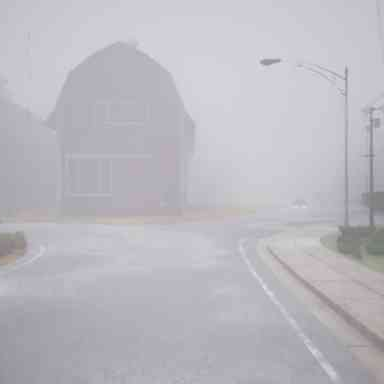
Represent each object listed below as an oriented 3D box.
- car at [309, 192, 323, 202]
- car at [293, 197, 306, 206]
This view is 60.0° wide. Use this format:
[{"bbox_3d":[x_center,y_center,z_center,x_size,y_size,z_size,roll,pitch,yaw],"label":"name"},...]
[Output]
[{"bbox_3d":[25.760,1.000,69.087,2.150,2.045,5.566,0,0,12],"label":"car"},{"bbox_3d":[17.100,1.516,52.885,1.994,1.385,4.181,0,0,19],"label":"car"}]
